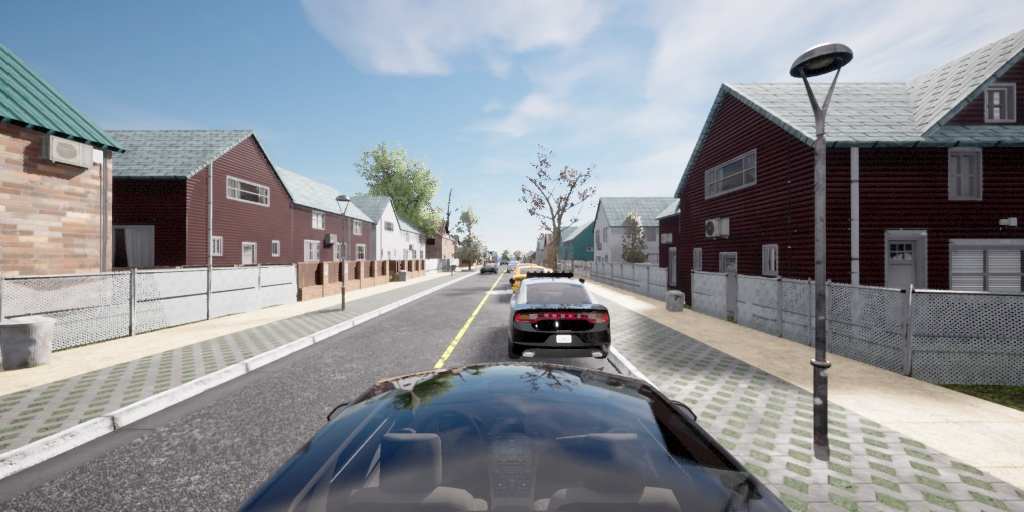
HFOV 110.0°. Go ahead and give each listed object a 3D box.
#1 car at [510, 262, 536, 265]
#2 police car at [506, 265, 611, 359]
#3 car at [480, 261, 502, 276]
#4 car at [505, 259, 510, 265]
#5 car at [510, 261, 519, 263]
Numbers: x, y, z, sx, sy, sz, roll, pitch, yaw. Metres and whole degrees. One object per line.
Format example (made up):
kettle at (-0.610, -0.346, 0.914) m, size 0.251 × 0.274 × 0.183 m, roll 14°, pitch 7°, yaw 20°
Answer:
car at (0.957, 1.238, 18.445) m, size 1.882 × 1.535 × 5.008 m, roll 0°, pitch 0°, yaw 0°
police car at (0.883, 1.176, 8.555) m, size 1.930 × 1.638 × 5.238 m, roll 0°, pitch 0°, yaw 0°
car at (-2.464, 1.426, 39.426) m, size 1.895 × 1.301 × 4.718 m, roll 0°, pitch 0°, yaw 0°
car at (0.365, 1.383, 45.720) m, size 1.812 × 1.442 × 4.674 m, roll 0°, pitch 0°, yaw 1°
car at (1.001, 1.250, 24.446) m, size 1.882 × 1.535 × 5.008 m, roll 0°, pitch 0°, yaw 0°
